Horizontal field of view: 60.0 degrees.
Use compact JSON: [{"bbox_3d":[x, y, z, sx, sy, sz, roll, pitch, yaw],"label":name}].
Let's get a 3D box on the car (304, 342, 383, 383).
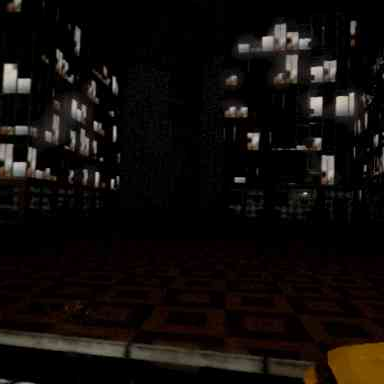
[{"bbox_3d":[3.689,1.692,2.455,5.366,1.575,1.801,2,-2,10],"label":"car"}]
